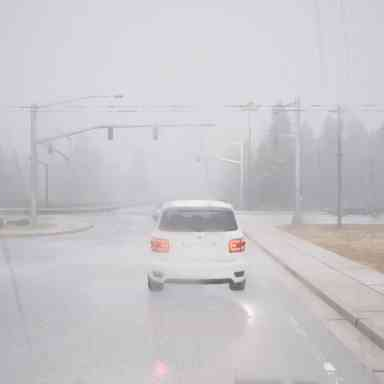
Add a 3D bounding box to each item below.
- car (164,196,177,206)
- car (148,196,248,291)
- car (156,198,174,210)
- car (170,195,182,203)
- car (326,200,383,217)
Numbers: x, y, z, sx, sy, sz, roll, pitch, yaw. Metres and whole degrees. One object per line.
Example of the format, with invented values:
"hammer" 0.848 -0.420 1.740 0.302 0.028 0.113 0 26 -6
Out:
"car" -3.566 1.504 55.176 1.837 1.490 4.892 0 0 0
"car" 0.067 1.218 9.137 2.150 2.045 5.566 0 0 -2
"car" -3.593 1.547 44.990 2.033 1.411 5.357 0 0 0
"car" -3.352 1.492 69.185 2.128 1.511 4.902 0 0 1
"car" 14.898 1.518 30.544 4.902 1.511 2.128 0 0 1
